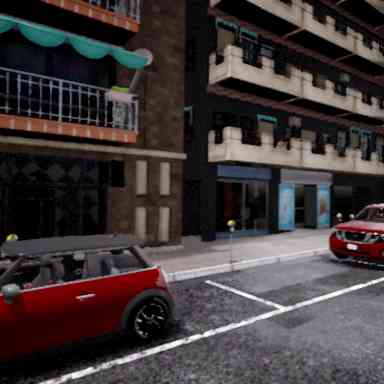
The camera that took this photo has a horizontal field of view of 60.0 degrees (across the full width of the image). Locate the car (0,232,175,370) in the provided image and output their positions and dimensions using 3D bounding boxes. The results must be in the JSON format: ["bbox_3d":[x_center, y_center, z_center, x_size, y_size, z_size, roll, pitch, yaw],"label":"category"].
[{"bbox_3d":[-2.356,1.441,4.864,4.097,1.590,1.967,0,1,-36],"label":"car"}]

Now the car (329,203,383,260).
[{"bbox_3d":[6.862,1.334,11.440,5.009,1.841,2.192,0,1,-36],"label":"car"}]
